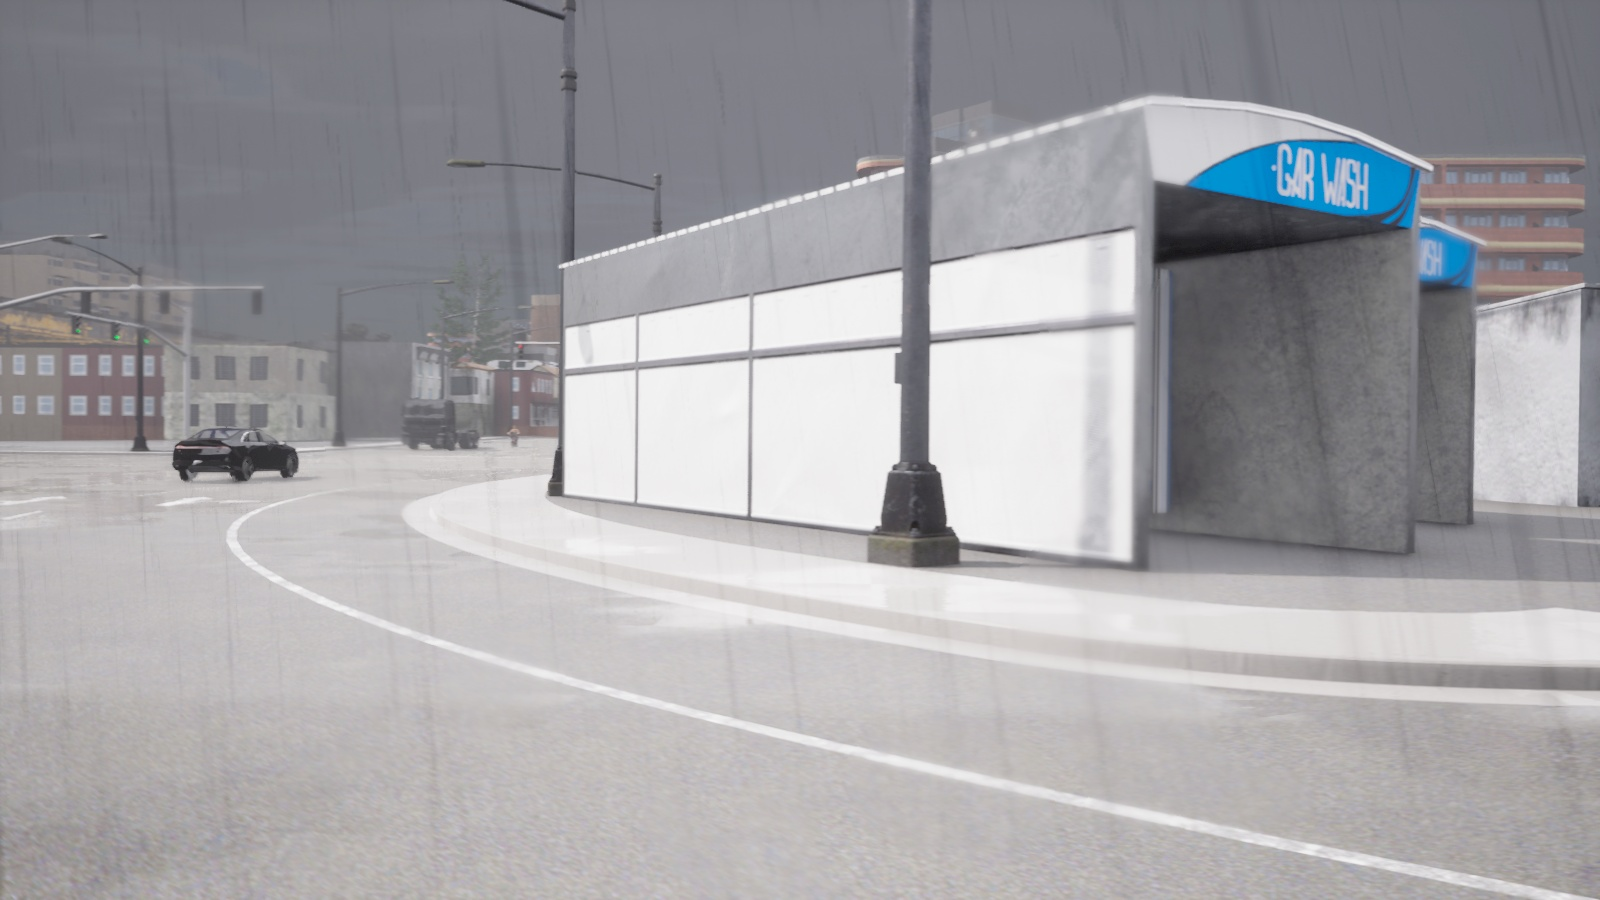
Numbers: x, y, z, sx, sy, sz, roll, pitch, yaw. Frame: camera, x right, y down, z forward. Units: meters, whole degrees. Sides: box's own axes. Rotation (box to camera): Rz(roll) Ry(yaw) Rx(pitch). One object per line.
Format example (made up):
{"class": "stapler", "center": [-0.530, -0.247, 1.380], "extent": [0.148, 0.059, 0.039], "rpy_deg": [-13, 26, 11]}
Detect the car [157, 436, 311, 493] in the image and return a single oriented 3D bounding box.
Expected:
{"class": "car", "center": [-16.235, 0.366, 36.356], "extent": [2.128, 1.511, 4.902], "rpy_deg": [0, 1, 1]}

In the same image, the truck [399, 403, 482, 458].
{"class": "truck", "center": [-23.941, -1.332, 84.031], "extent": [2.891, 3.462, 7.936], "rpy_deg": [0, 2, 3]}
